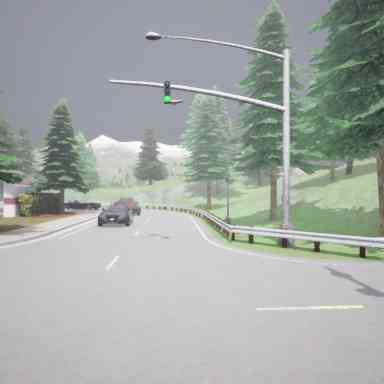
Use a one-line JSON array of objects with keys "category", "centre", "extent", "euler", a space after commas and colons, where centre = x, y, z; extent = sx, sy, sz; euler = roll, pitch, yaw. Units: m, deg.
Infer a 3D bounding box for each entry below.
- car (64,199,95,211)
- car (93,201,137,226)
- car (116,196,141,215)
[{"category": "car", "centre": [-13.369, 1.543, 39.944], "extent": [4.718, 1.301, 1.895], "euler": [0, 0, 11]}, {"category": "car", "centre": [-5.152, 1.528, 22.780], "extent": [1.994, 1.385, 4.181], "euler": [0, 0, -5]}, {"category": "car", "centre": [-6.442, 1.301, 32.521], "extent": [2.097, 1.767, 4.553], "euler": [0, 0, -22]}]
